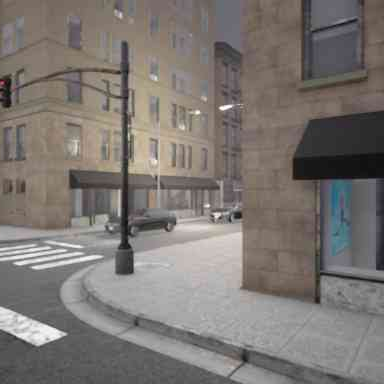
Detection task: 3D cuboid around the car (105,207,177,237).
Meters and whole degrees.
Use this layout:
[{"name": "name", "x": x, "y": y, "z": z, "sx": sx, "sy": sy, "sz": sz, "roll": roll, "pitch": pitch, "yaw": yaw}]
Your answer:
[{"name": "car", "x": -2.731, "y": 1.614, "z": 18.908, "sx": 1.812, "sy": 1.442, "sz": 4.674, "roll": 0, "pitch": 0, "yaw": 37}]

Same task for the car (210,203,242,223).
[{"name": "car", "x": 3.299, "y": 1.641, "z": 27.405, "sx": 2.128, "sy": 1.511, "sz": 4.902, "roll": 0, "pitch": 0, "yaw": 35}]
